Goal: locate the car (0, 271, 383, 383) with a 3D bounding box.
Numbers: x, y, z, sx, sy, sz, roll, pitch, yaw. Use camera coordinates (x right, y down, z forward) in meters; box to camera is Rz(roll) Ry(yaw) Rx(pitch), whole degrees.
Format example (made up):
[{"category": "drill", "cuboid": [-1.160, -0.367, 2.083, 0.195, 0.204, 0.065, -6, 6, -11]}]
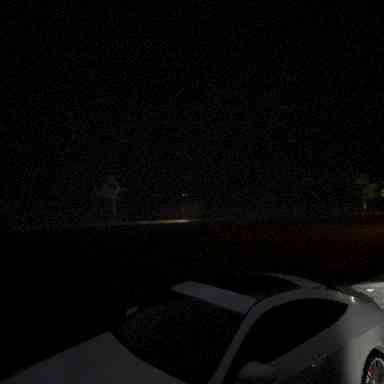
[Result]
[{"category": "car", "cuboid": [0.337, 1.654, 3.359, 4.674, 1.442, 1.812, 0, -3, -38]}]
